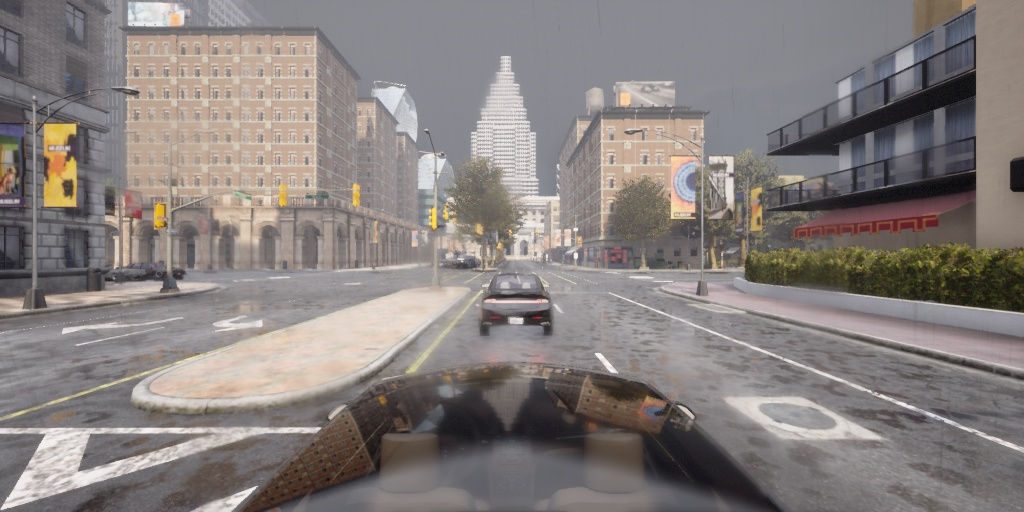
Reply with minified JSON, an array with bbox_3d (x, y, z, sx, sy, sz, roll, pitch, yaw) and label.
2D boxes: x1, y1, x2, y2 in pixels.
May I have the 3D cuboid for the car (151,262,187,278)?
[{"bbox_3d":[-33.841,1.297,33.564,5.357,1.411,2.033,0,0,0],"label":"car"}]

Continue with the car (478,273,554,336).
[{"bbox_3d":[0.108,1.241,10.437,2.128,1.511,4.902,0,0,0],"label":"car"}]

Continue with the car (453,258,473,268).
[{"bbox_3d":[-8.010,1.351,59.125,1.895,1.301,4.718,0,0,0],"label":"car"}]

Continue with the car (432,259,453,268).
[{"bbox_3d":[-11.499,1.241,60.573,2.128,1.511,4.902,0,0,0],"label":"car"}]

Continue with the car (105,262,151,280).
[{"bbox_3d":[-33.818,1.351,30.066,4.718,1.301,1.895,0,0,0],"label":"car"}]
